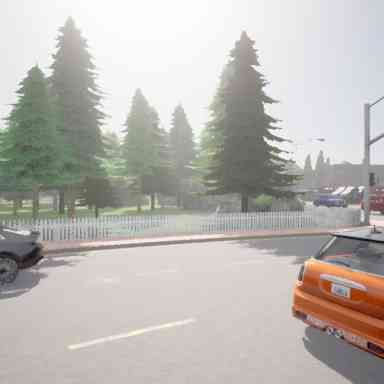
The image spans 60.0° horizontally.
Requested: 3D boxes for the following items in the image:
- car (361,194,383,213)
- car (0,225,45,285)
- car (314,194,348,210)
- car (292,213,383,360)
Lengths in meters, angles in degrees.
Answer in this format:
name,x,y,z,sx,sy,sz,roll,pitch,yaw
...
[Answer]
name,x,y,z,sx,sy,sz,roll,pitch,yaw
car,19.339,1.277,33.199,2.150,2.045,5.566,0,0,-8
car,-6.183,1.491,7.946,4.902,1.511,2.128,0,0,-34
car,17.968,1.277,43.464,2.150,2.045,5.566,0,0,-8
car,3.926,1.352,5.437,4.553,1.767,2.097,0,0,-26
